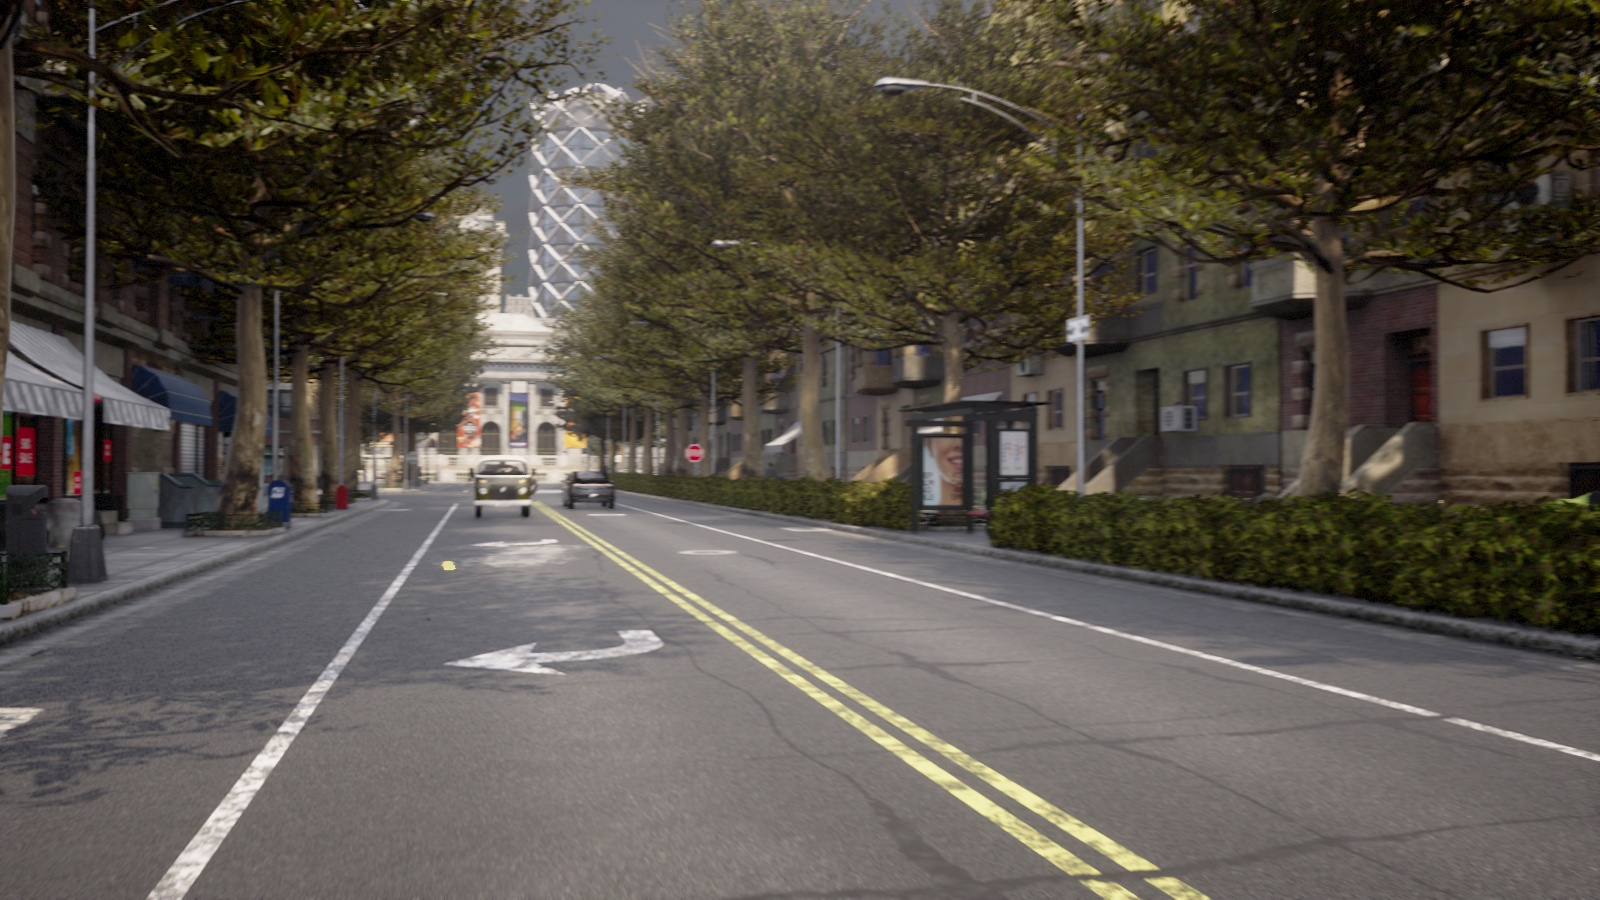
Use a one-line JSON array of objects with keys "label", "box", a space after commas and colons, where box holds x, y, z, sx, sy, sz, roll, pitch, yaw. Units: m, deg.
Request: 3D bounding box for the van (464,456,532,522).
[{"label": "van", "box": [-9.993, 1.260, 41.424, 2.069, 2.038, 4.480, 0, -1, -14]}]

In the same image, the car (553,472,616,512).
[{"label": "car", "box": [-8.729, 1.630, 50.548, 2.128, 1.511, 4.902, 0, -1, -14]}]
